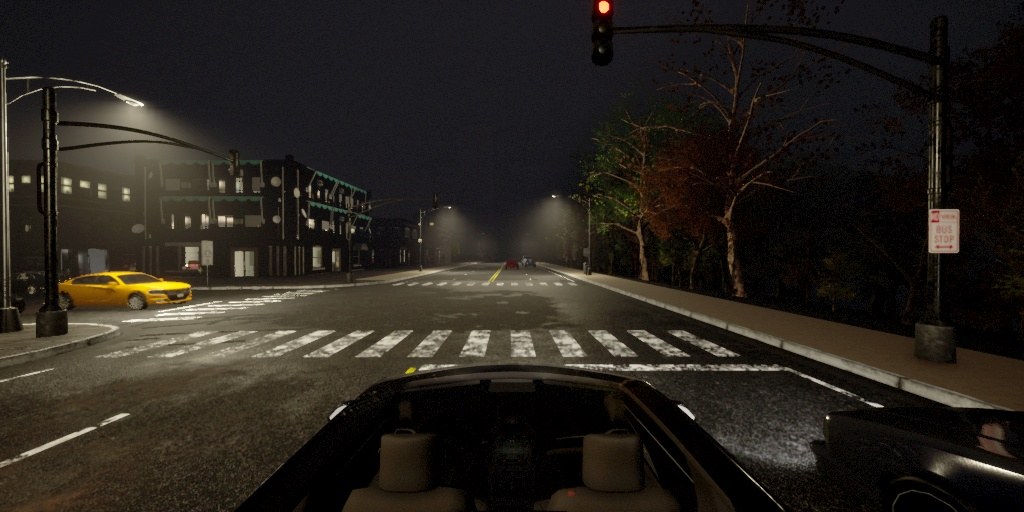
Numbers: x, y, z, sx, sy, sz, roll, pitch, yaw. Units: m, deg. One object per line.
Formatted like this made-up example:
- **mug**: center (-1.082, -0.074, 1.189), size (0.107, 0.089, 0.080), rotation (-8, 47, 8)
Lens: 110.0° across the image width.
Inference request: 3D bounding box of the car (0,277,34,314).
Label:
- **car**: center (-19.969, 1.565, 12.526), size (4.313, 1.339, 1.948), rotation (0, 0, 0)

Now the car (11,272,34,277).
- **car**: center (-28.319, 1.560, 21.021), size (4.403, 1.370, 2.007), rotation (0, 0, 0)

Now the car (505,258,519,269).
- **car**: center (-0.008, 1.207, 55.479), size (1.882, 1.535, 5.008), rotation (0, 0, 0)

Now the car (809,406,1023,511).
- **car**: center (3.353, 1.298, 0.412), size (2.033, 1.411, 5.357), rotation (0, 0, 0)

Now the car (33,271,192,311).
- **car**: center (-16.389, 1.409, 15.114), size (5.008, 1.535, 1.882), rotation (-1, 1, 2)

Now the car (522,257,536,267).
- **car**: center (3.229, 1.274, 63.193), size (2.033, 1.411, 5.357), rotation (0, 0, 0)
